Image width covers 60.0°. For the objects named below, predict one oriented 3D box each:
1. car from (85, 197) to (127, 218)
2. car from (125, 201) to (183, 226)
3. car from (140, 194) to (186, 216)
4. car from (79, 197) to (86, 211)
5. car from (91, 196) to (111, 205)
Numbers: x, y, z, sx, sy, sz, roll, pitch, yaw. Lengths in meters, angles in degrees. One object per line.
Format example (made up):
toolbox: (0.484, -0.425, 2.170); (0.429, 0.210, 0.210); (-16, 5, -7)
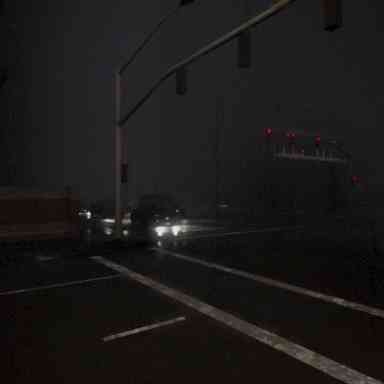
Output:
car: (-7.883, 1.478, 30.696); (1.882, 1.535, 5.008); (0, 0, -36)
car: (-2.785, 1.564, 23.591); (1.994, 1.385, 4.181); (0, 0, -35)
car: (-2.812, 1.222, 29.638); (2.150, 2.045, 5.566); (0, 0, -36)
car: (-13.310, 1.526, 38.268); (1.812, 1.442, 4.674); (0, 0, -36)
car: (-16.896, 1.478, 61.564); (1.882, 1.535, 5.008); (0, 0, -36)
